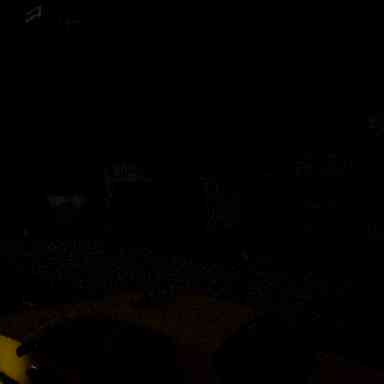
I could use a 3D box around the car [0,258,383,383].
[{"bbox_3d":[-0.503,1.549,3.205,4.829,1.417,1.752,-1,0,35],"label":"car"}]
